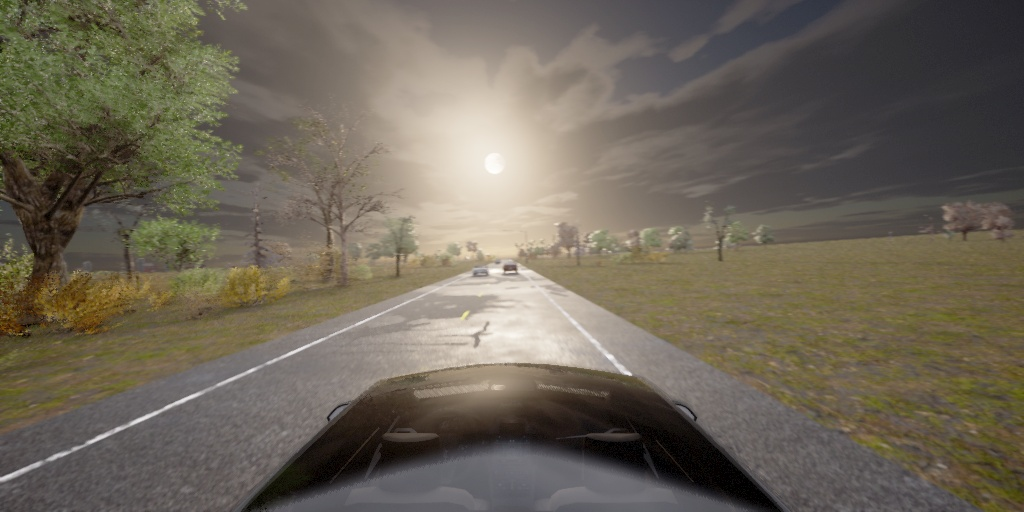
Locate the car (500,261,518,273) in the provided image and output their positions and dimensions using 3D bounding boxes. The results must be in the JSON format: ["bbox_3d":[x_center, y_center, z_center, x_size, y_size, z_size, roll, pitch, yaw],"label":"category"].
[{"bbox_3d":[-0.227,1.471,48.161,1.882,1.535,5.008,-3,0,-1],"label":"car"}]

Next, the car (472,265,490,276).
[{"bbox_3d":[-3.853,1.741,44.771,1.895,1.301,4.718,-3,0,0],"label":"car"}]
